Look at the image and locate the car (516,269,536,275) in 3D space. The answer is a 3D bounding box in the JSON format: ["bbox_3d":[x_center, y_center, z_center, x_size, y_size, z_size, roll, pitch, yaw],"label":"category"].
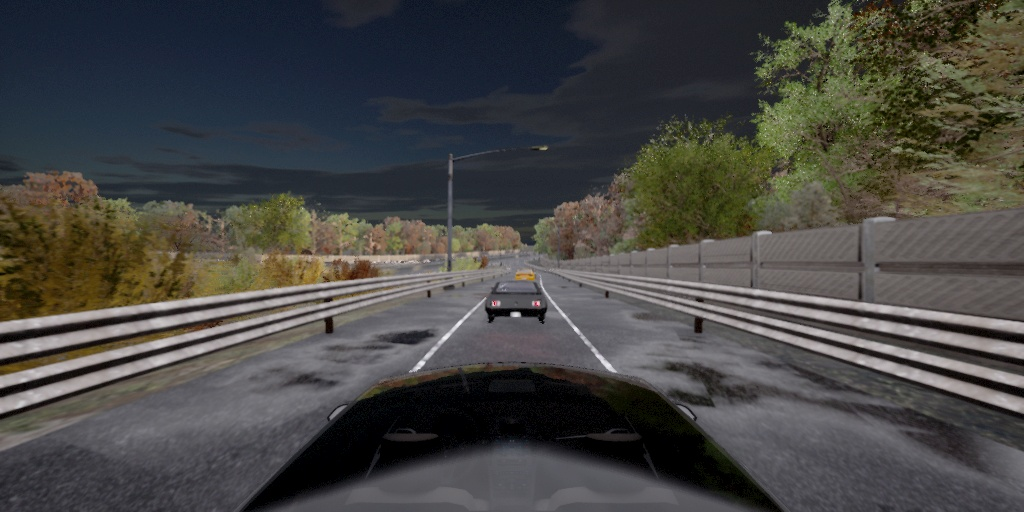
[{"bbox_3d":[1.366,2.055,36.295,1.882,1.535,5.008,0,-1,4],"label":"car"}]

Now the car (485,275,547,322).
[{"bbox_3d":[0.168,1.510,12.901,1.895,1.301,4.718,0,-1,1],"label":"car"}]
